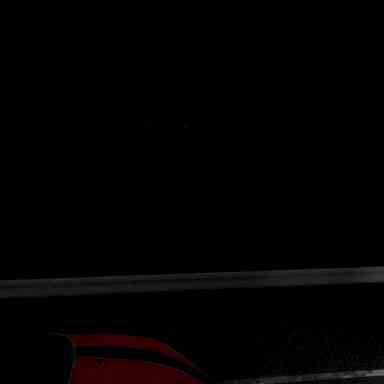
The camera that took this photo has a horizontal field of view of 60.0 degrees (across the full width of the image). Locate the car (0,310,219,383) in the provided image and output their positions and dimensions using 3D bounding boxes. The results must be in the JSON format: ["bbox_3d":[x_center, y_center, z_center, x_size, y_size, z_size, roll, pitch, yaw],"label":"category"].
[{"bbox_3d":[-1.841,1.352,1.677,4.553,1.767,2.097,0,0,-7],"label":"car"}]
